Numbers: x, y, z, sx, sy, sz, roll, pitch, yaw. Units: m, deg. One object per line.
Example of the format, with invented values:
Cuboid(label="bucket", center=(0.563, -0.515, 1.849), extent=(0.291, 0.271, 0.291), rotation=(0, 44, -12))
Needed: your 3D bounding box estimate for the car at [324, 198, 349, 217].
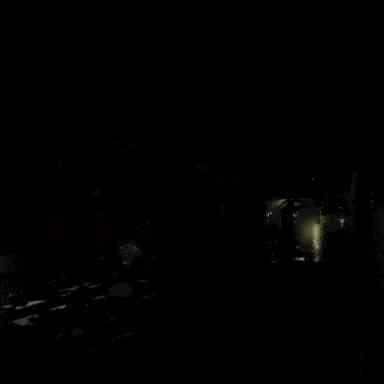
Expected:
Cuboid(label="car", center=(13.111, 1.320, 29.837), extent=(1.882, 1.535, 5.008), rotation=(-3, -2, 37))

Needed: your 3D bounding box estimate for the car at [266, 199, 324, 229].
Cuboid(label="car", center=(6.328, 1.275, 20.715), extent=(2.097, 1.767, 4.553), rotation=(-3, -1, 36))

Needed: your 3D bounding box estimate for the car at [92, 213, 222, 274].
Cuboid(label="car", center=(-0.927, 1.494, 10.945), extent=(1.882, 1.535, 5.008), rotation=(-3, -1, 37))
